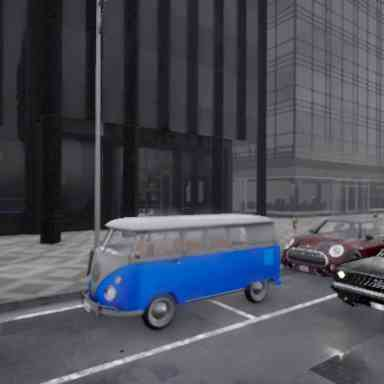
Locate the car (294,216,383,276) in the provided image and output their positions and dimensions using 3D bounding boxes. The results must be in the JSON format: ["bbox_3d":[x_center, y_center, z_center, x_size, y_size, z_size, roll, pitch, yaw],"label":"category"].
[{"bbox_3d":[4.570,1.495,9.903,4.097,1.590,1.967,0,0,-35],"label":"car"}]

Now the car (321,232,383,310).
[{"bbox_3d":[4.976,1.647,6.924,4.718,1.301,1.895,0,0,-35],"label":"car"}]

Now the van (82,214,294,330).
[{"bbox_3d":[0.003,1.363,6.647,3.998,1.788,1.690,0,0,-35],"label":"van"}]
